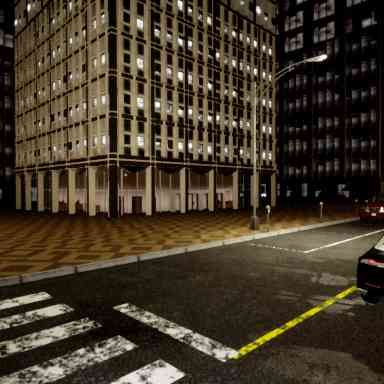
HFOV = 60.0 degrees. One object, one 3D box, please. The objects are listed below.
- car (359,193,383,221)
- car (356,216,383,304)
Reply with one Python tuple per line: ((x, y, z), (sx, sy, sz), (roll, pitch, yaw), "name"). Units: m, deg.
((12.799, 1.022, 21.877), (5.009, 1.841, 2.192), (-1, 1, -44), "car")
((5.080, 1.410, 6.937), (4.902, 1.511, 2.128), (-1, 1, -44), "car")
